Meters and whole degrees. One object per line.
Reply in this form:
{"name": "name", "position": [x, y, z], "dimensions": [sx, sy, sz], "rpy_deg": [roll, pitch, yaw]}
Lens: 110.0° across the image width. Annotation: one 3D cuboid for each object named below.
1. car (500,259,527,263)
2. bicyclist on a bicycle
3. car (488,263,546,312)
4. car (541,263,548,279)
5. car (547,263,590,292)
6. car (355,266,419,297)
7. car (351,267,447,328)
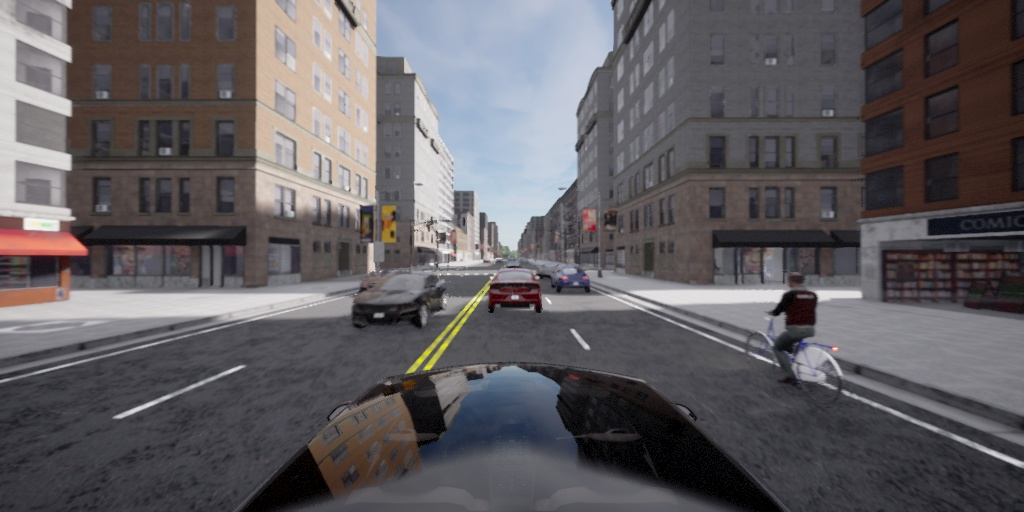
{"name": "car", "position": [0.104, 1.256, 31.721], "dimensions": [1.837, 1.490, 4.892], "rpy_deg": [0, 0, 0]}
{"name": "bicyclist on a bicycle", "position": [4.144, 1.120, 5.445], "dimensions": [0.659, 1.776, 1.843], "rpy_deg": [0, 0, 0]}
{"name": "car", "position": [0.103, 1.227, 14.320], "dimensions": [1.882, 1.535, 5.008], "rpy_deg": [0, 0, 0]}
{"name": "car", "position": [3.254, 1.316, 31.283], "dimensions": [1.994, 1.385, 4.181], "rpy_deg": [0, 0, 0]}
{"name": "car", "position": [3.346, 1.276, 21.019], "dimensions": [1.812, 1.442, 4.674], "rpy_deg": [0, 0, 0]}
{"name": "car", "position": [-6.592, 1.314, 19.426], "dimensions": [1.994, 1.385, 4.181], "rpy_deg": [0, 0, 0]}
{"name": "car", "position": [-3.349, 1.227, 11.527], "dimensions": [1.882, 1.535, 5.008], "rpy_deg": [0, 0, 0]}
